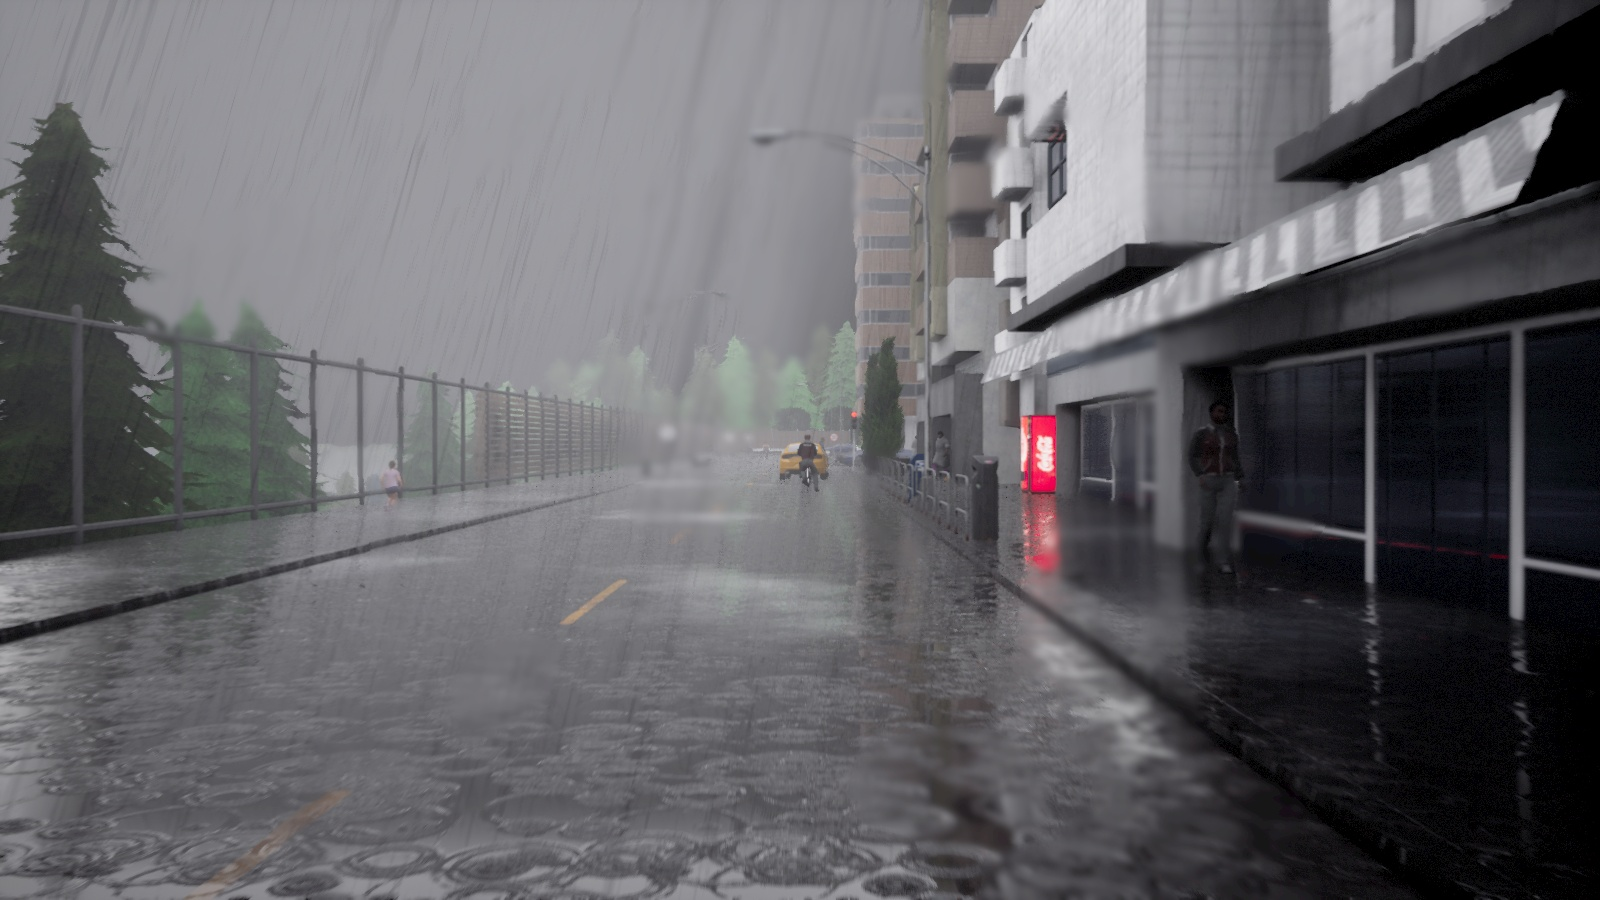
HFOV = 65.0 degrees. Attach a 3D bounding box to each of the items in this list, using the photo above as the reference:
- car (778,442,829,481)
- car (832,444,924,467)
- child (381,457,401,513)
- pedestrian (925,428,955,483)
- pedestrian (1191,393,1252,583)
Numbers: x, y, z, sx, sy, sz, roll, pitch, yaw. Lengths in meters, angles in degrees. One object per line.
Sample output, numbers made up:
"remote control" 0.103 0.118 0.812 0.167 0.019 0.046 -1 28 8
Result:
"car" 0.202 0.430 52.292 1.882 1.535 5.008 0 0 3
"car" 4.856 0.355 78.592 5.357 1.411 2.033 0 0 -16
"child" -8.112 0.689 24.926 0.255 1.110 0.394 0 0 1
"pedestrian" 5.068 0.204 45.329 0.873 1.952 0.659 0 0 -43
"pedestrian" 4.377 0.386 13.068 0.402 1.930 0.666 0 0 0
